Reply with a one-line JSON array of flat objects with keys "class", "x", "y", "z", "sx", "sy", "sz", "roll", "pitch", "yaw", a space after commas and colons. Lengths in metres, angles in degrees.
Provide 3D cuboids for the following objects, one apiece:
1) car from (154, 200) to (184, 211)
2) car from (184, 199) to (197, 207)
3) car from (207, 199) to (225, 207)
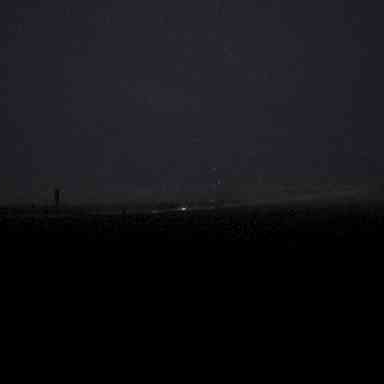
[{"class": "car", "x": -4.022, "y": 2.220, "z": 54.210, "sx": 2.128, "sy": 1.511, "sz": 4.902, "roll": -2, "pitch": -1, "yaw": 36}, {"class": "car", "x": -1.000, "y": 2.157, "z": 64.389, "sx": 2.097, "sy": 1.767, "sz": 4.553, "roll": -2, "pitch": -1, "yaw": 36}, {"class": "car", "x": 4.748, "y": 2.173, "z": 66.373, "sx": 1.812, "sy": 1.442, "sz": 4.674, "roll": -2, "pitch": -1, "yaw": 36}]
